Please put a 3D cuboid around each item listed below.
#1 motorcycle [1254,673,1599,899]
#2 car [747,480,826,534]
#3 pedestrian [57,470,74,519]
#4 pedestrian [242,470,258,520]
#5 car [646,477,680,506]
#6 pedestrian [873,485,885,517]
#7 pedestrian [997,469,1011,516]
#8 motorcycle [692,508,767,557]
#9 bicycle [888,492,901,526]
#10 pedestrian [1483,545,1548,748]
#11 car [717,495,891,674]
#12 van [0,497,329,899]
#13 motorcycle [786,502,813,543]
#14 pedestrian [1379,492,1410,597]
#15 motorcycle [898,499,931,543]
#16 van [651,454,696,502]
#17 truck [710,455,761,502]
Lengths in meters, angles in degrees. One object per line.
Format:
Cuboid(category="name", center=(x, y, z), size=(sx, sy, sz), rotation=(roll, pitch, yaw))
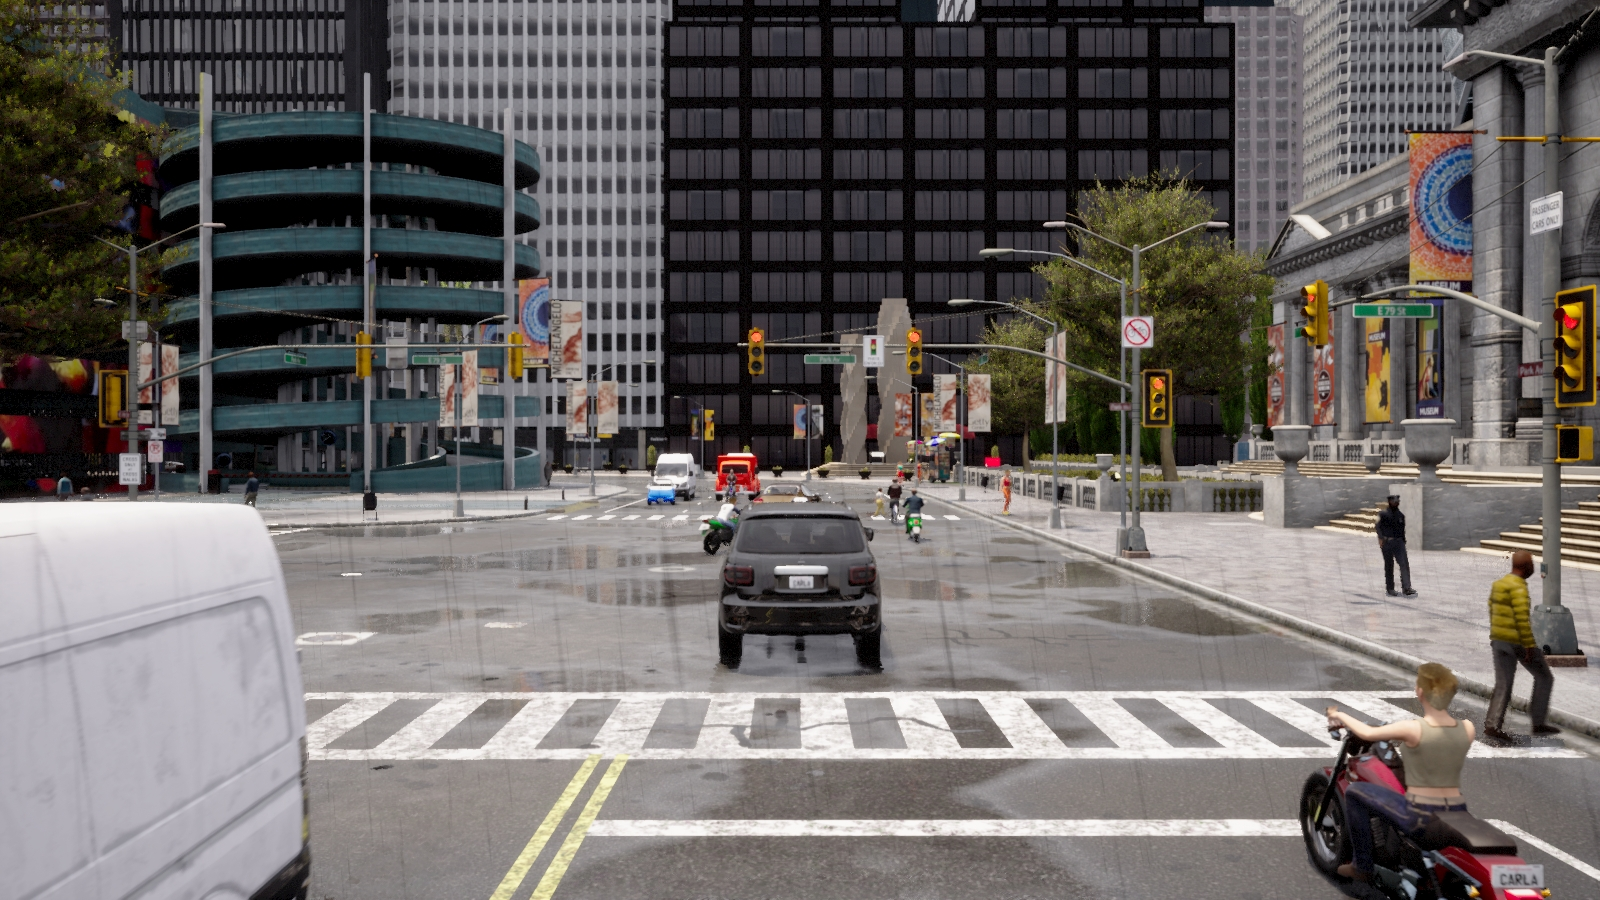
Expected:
Cuboid(category="motorcycle", center=(3.495, 2.167, 6.654), size=(0.764, 1.277, 2.356), rotation=(0, 0, 0))
Cuboid(category="car", center=(-0.417, 1.976, 40.825), size=(2.152, 1.651, 5.027), rotation=(0, 0, 7))
Cuboid(category="pedestrian", center=(-27.880, 1.681, 43.375), size=(0.375, 1.860, 0.375), rotation=(0, 0, 13))
Cuboid(category="pedestrian", center=(-20.596, 1.680, 42.760), size=(0.375, 1.860, 0.375), rotation=(0, 0, 25))
Cuboid(category="car", center=(-6.988, 2.098, 58.266), size=(1.481, 1.376, 2.207), rotation=(0, 0, 0))
Cuboid(category="pedestrian", center=(3.256, 2.111, 47.232), size=(0.375, 1.300, 0.375), rotation=(0, 0, -16))
Cuboid(category="pedestrian", center=(8.157, 1.678, 45.655), size=(0.375, 1.860, 0.375), rotation=(0, 0, -35))
Cuboid(category="motorcycle", center=(-1.887, 2.201, 30.787), size=(0.803, 1.145, 2.033), rotation=(0, 0, 42))
Cuboid(category="bicycle", center=(3.500, 2.193, 42.570), size=(0.329, 1.171, 1.835), rotation=(0, 0, 0))
Cuboid(category="pedestrian", center=(6.769, 1.844, 10.813), size=(0.375, 1.860, 0.375), rotation=(0, 0, -2))
Cuboid(category="car", center=(-0.019, 1.768, 16.895), size=(2.150, 2.045, 5.566), rotation=(0, -1, -1))
Cuboid(category="van", center=(-3.509, 1.532, 3.135), size=(1.988, 2.561, 5.915), rotation=(0, 0, 0))
Cuboid(category="motorcycle", center=(-0.007, 2.198, 34.975), size=(0.803, 1.145, 2.033), rotation=(0, -1, 0))
Cuboid(category="pedestrian", center=(10.679, 1.688, 20.536), size=(0.375, 1.860, 0.375), rotation=(0, 0, 4))
Cuboid(category="motorcycle", center=(3.523, 2.168, 35.260), size=(0.856, 1.236, 1.805), rotation=(0, 0, 0))
Cuboid(category="van", center=(-7.042, 1.510, 64.165), size=(1.988, 2.561, 5.915), rotation=(0, 0, -1))
Cuboid(category="truck", center=(-3.541, 1.543, 64.074), size=(2.627, 2.467, 5.204), rotation=(0, 0, -1))
